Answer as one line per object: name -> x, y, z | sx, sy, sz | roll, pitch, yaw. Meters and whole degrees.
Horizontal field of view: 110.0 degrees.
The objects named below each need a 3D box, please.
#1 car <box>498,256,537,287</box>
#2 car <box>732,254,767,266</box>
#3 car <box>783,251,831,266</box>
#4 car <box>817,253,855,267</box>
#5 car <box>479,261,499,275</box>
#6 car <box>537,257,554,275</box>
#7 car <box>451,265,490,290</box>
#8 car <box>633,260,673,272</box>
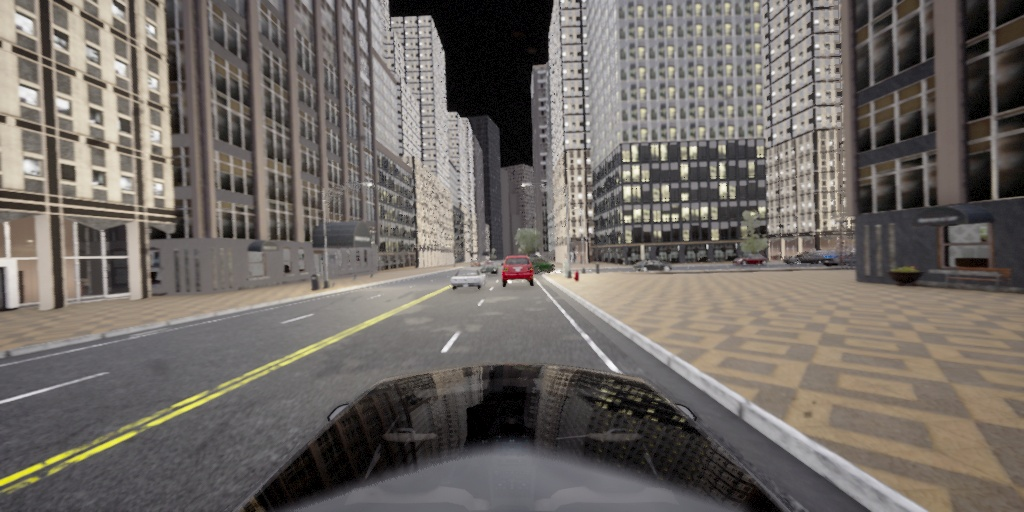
car -> 0.412, 1.045, 26.019 | 2.150, 2.045, 5.566 | -2, -1, 1
car -> 33.330, 0.523, 50.392 | 4.097, 1.591, 1.967 | 0, 0, 0
car -> 38.872, 0.482, 47.738 | 4.892, 1.490, 1.837 | -1, 1, 0
car -> 38.984, 0.613, 42.025 | 4.313, 1.339, 1.948 | 0, 0, 0
car -> -2.622, 1.671, 44.507 | 1.895, 1.301, 4.718 | -2, 1, 1
car -> 2.863, 1.158, 42.076 | 2.150, 2.045, 5.566 | -2, 0, 35
car -> -2.841, 1.535, 24.386 | 1.895, 1.301, 4.718 | -2, 0, 1
car -> 16.423, 1.159, 41.844 | 4.403, 1.370, 2.007 | 0, 0, 0
